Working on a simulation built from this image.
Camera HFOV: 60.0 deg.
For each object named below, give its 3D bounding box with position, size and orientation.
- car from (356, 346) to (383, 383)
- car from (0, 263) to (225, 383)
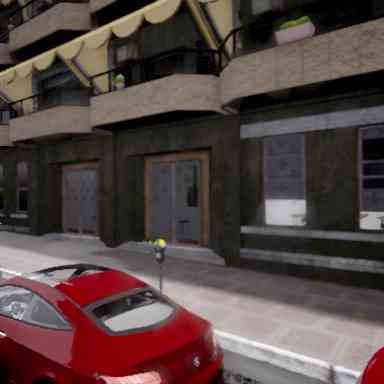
[{"bbox_3d":[3.018,1.331,0.744,5.009,1.841,2.192,1,-1,36],"label":"car"},{"bbox_3d":[-1.617,1.555,4.042,4.206,1.307,1.802,1,-1,35],"label":"car"}]
